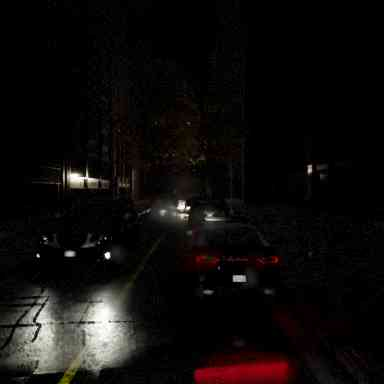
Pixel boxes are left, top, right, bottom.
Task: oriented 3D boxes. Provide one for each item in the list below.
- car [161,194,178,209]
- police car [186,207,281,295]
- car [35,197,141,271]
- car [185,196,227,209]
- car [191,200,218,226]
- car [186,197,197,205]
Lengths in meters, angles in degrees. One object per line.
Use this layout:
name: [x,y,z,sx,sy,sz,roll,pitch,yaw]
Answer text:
car: [-3.080,1.247,46.086,2.150,2.045,5.566,0,0,0]
police car: [0.885,1.426,8.840,1.930,1.638,5.238,0,0,0]
car: [-3.119,1.223,11.250,2.150,2.045,5.566,0,0,0]
car: [0.868,1.229,18.761,2.150,2.045,5.566,0,0,0]
car: [0.857,1.464,24.920,1.801,1.575,5.366,0,0,0]
car: [-0.104,1.645,60.141,1.895,1.301,4.718,0,0,0]
